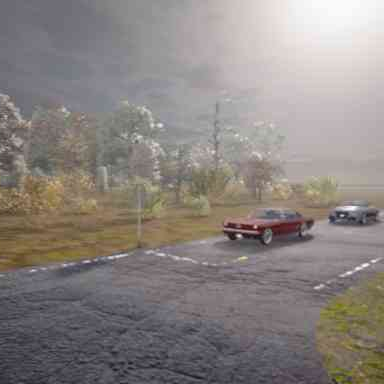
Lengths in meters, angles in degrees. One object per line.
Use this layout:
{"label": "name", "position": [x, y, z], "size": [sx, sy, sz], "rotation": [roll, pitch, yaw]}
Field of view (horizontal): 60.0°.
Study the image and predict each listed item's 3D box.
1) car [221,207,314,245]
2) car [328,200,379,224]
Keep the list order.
{"label": "car", "position": [3.363, 1.358, 14.384], "size": [4.718, 1.301, 1.895], "rotation": [-1, 1, -45]}
{"label": "car", "position": [10.417, 1.212, 21.374], "size": [1.994, 1.385, 4.181], "rotation": [1, 1, 45]}
